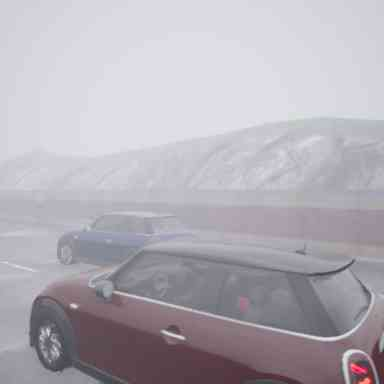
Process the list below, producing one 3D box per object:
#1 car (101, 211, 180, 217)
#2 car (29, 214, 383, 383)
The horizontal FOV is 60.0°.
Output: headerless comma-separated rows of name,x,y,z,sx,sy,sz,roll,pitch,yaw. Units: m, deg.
car,-2.058,1.360,9.991,4.553,1.767,2.097,0,0,37
car,-0.033,1.360,4.135,4.553,1.767,2.097,0,0,36
